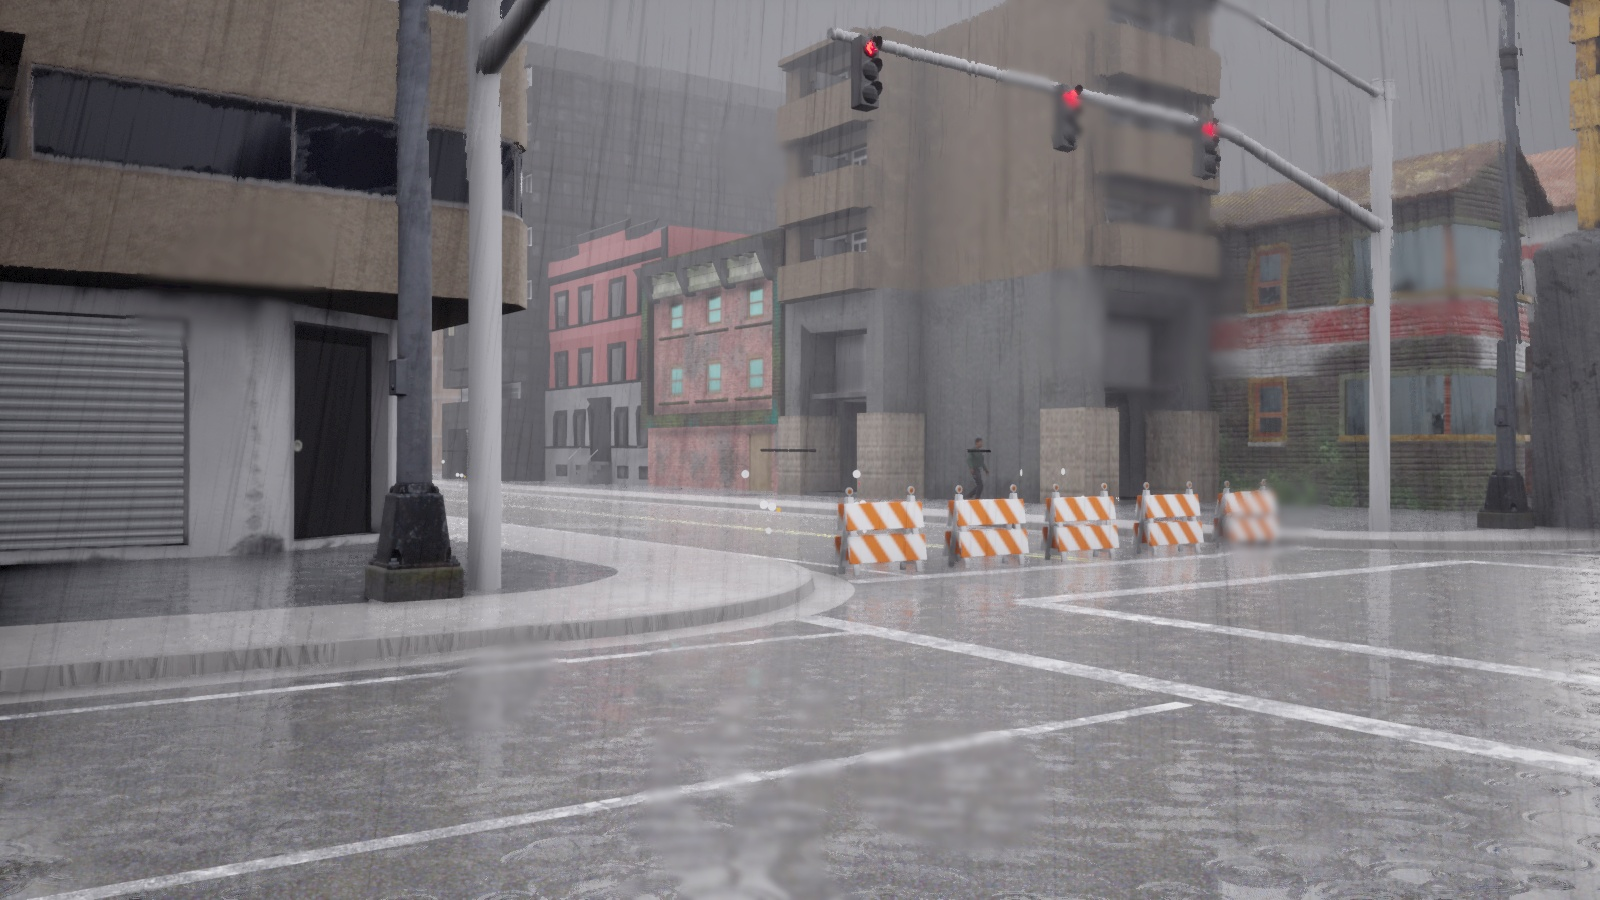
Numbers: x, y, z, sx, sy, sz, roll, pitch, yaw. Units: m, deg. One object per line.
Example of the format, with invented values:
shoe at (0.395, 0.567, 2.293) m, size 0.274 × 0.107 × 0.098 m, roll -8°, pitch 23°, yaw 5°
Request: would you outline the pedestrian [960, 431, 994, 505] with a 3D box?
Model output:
pedestrian at (4.692, 0.482, 33.369) m, size 0.788 × 1.949 × 0.423 m, roll 0°, pitch 0°, yaw 42°
